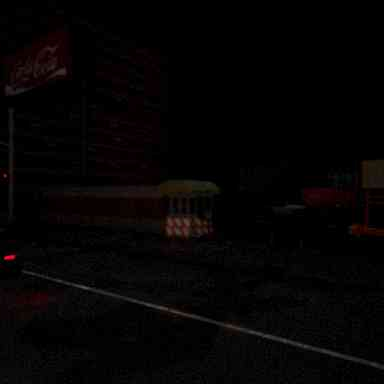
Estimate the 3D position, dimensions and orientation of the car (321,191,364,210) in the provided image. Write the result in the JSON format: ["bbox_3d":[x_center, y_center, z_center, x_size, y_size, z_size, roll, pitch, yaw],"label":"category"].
[{"bbox_3d":[20.932,1.114,46.330,4.605,1.855,1.932,0,0,35],"label":"car"}]

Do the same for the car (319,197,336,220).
[{"bbox_3d":[8.584,1.337,25.857,4.193,1.474,1.816,0,0,35],"label":"car"}]

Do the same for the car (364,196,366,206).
[{"bbox_3d":[24.054,1.282,49.610,3.988,1.617,1.851,0,0,35],"label":"car"}]

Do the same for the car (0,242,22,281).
[{"bbox_3d":[-6.468,1.547,8.530,5.357,1.411,2.033,0,0,36],"label":"car"}]

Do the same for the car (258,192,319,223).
[{"bbox_3d":[6.647,1.147,23.798,3.866,1.878,1.905,0,0,35],"label":"car"}]
